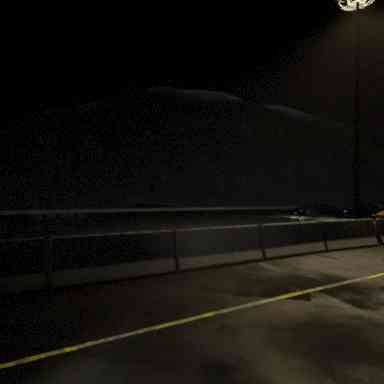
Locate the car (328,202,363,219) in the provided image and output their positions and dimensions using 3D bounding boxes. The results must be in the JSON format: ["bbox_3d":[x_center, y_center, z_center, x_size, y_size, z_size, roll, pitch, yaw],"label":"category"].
[{"bbox_3d":[16.352,1.777,33.005,5.008,1.535,1.882,1,0,-24],"label":"car"}]

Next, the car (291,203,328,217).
[{"bbox_3d":[13.096,1.831,35.415,5.357,1.411,2.033,1,0,-25],"label":"car"}]

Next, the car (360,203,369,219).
[{"bbox_3d":[17.637,1.858,29.741,4.181,1.385,1.994,1,0,-24],"label":"car"}]

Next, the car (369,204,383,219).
[{"bbox_3d":[16.124,1.736,25.196,5.008,1.535,1.882,1,0,-25],"label":"car"}]
